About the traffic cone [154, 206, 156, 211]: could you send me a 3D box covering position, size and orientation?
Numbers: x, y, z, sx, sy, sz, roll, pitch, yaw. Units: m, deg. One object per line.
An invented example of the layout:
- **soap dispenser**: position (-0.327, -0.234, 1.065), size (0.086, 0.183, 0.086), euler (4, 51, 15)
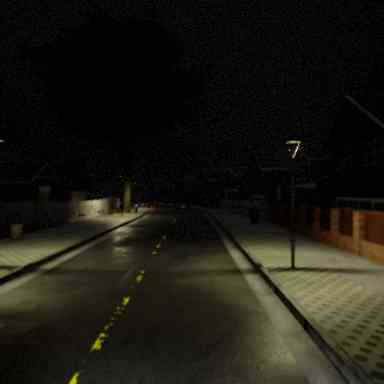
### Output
- **traffic cone**: position (-4.712, 2.136, 42.876), size (0.340, 0.580, 0.340), euler (0, -1, -7)

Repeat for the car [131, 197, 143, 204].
- **car**: position (-12.549, 1.964, 75.715), size (1.812, 1.442, 4.674), euler (0, 0, -26)
